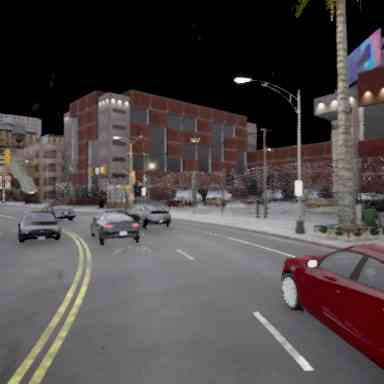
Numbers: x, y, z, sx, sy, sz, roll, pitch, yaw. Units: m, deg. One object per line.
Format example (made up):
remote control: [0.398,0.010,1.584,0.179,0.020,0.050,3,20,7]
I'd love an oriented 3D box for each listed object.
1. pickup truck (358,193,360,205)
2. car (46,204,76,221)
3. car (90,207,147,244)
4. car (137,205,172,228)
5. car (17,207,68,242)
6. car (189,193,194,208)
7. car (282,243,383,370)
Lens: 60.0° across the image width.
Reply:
pickup truck: [15.933,1.128,29.905,6.274,2.098,2.390,0,0,-42]
car: [-11.716,1.759,28.619,2.033,1.411,5.357,0,0,-40]
car: [-3.864,1.629,16.433,1.812,1.442,4.674,0,0,-23]
car: [-3.051,1.618,22.528,2.128,1.511,4.902,0,0,-28]
car: [-8.124,1.739,17.598,2.033,1.411,5.357,0,0,-28]
car: [-2.000,1.507,50.920,2.185,1.767,4.553,0,0,-42]
car: [2.961,1.482,4.858,1.882,1.535,5.008,0,0,-7]
